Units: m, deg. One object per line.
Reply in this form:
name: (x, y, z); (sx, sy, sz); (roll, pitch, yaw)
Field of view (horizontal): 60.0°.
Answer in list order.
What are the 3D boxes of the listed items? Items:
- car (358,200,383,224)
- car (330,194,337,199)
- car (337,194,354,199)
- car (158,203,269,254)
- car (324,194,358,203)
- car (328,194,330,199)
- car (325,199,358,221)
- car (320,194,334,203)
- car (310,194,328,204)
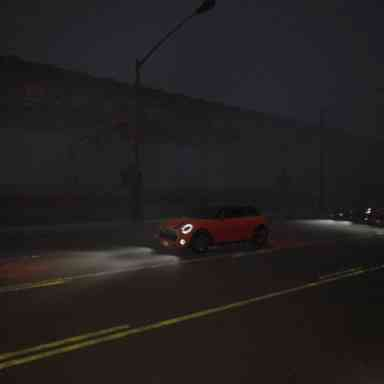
car: (13.397, 1.257, 21.958); (4.553, 1.767, 2.097); (0, 1, -35)
car: (21.702, 1.163, 53.616); (2.038, 1.542, 4.974); (0, 0, 18)
car: (25.584, 0.999, 57.344); (4.536, 1.218, 1.853); (0, 0, -7)
car: (0.902, 1.254, 13.185); (4.553, 1.767, 2.097); (0, 1, -35)
car: (25.635, 1.157, 57.352); (4.974, 1.542, 2.038); (0, 0, -7)
car: (17.940, 1.163, 50.954); (4.974, 1.542, 2.038); (0, 0, 8)
car: (12.580, 1.474, 25.572); (4.181, 1.385, 1.994); (0, 1, -35)
car: (21.719, 1.006, 53.664); (1.853, 1.218, 4.536); (0, 0, 18)
car: (17.890, 1.005, 50.960); (4.536, 1.218, 1.853); (0, 0, 8)
